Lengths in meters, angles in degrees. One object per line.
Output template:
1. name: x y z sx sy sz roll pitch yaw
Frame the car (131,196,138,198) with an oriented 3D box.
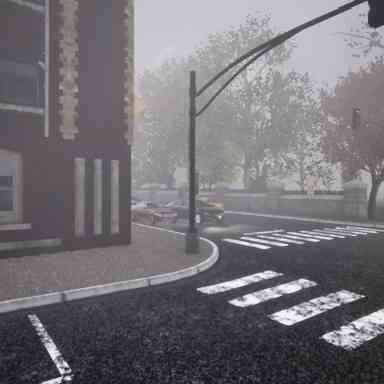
1. car: -5.764 1.158 25.492 1.802 1.307 4.206 2 0 -36

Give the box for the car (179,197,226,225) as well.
1. car: 0.145 1.207 21.668 1.837 1.490 4.892 0 1 -39

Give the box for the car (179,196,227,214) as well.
1. car: 0.934 1.129 30.532 1.752 1.417 4.829 1 0 -36

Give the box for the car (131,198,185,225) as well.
1. car: -2.523 1.257 21.004 1.802 1.307 4.206 2 0 -36

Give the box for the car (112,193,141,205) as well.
1. car: -8.693 0.864 43.860 2.008 1.369 4.403 1 0 -36

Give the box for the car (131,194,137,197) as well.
1. car: -5.705 1.029 29.816 1.837 1.490 4.892 0 1 -36
